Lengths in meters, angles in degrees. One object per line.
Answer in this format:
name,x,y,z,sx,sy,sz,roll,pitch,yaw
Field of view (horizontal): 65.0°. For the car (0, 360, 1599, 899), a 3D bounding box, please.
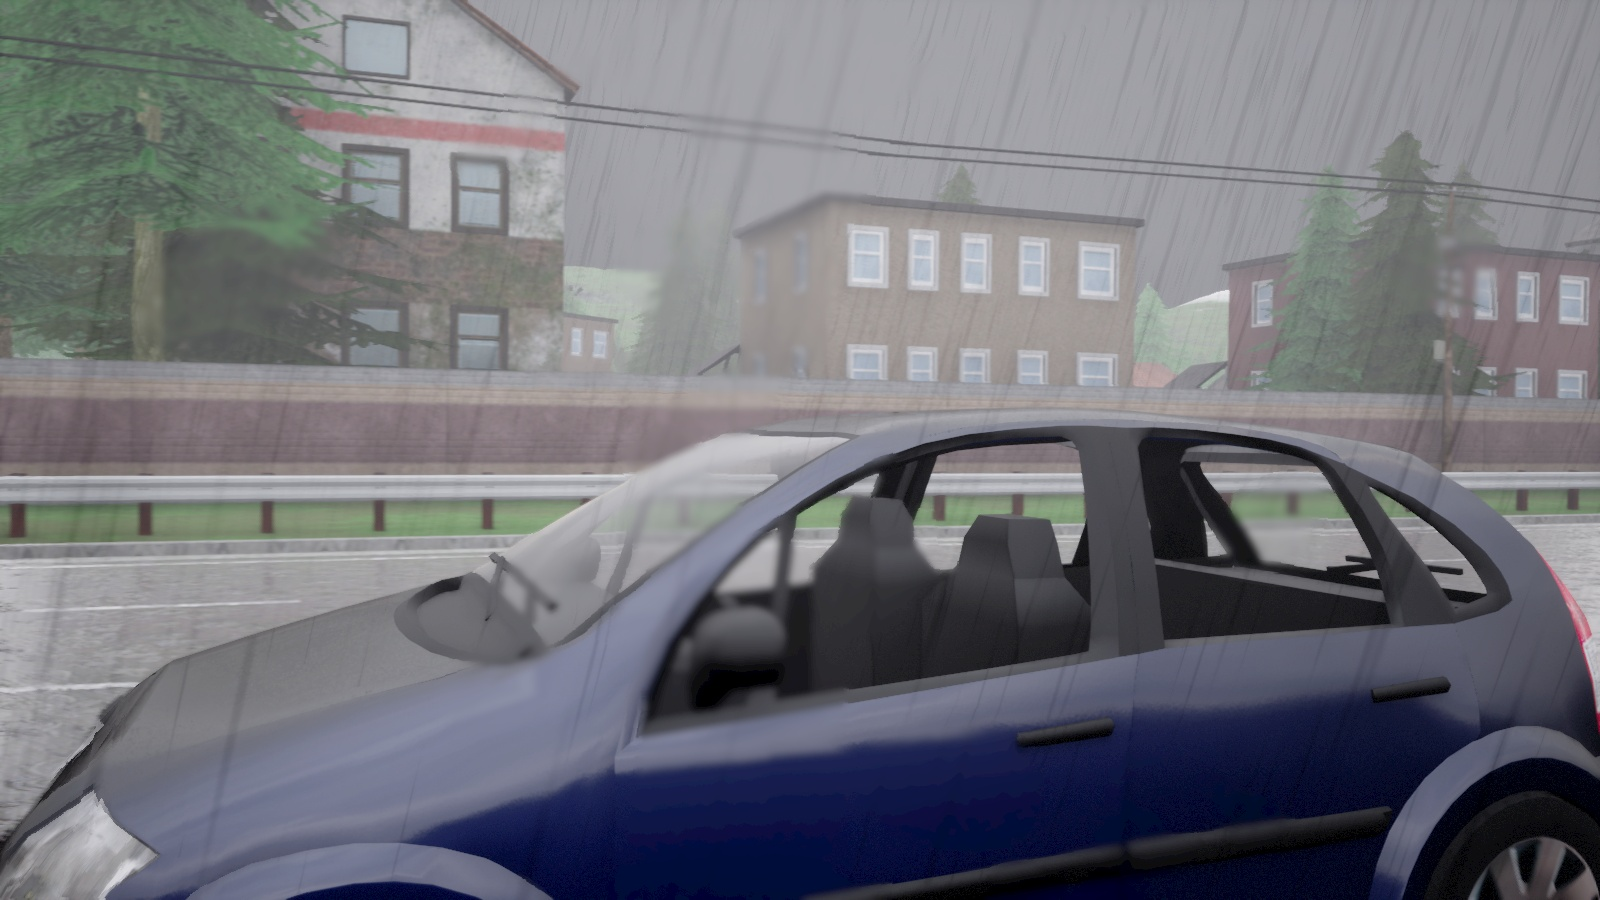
car,0.171,0.641,3.303,3.988,1.617,1.851,-1,1,-21
